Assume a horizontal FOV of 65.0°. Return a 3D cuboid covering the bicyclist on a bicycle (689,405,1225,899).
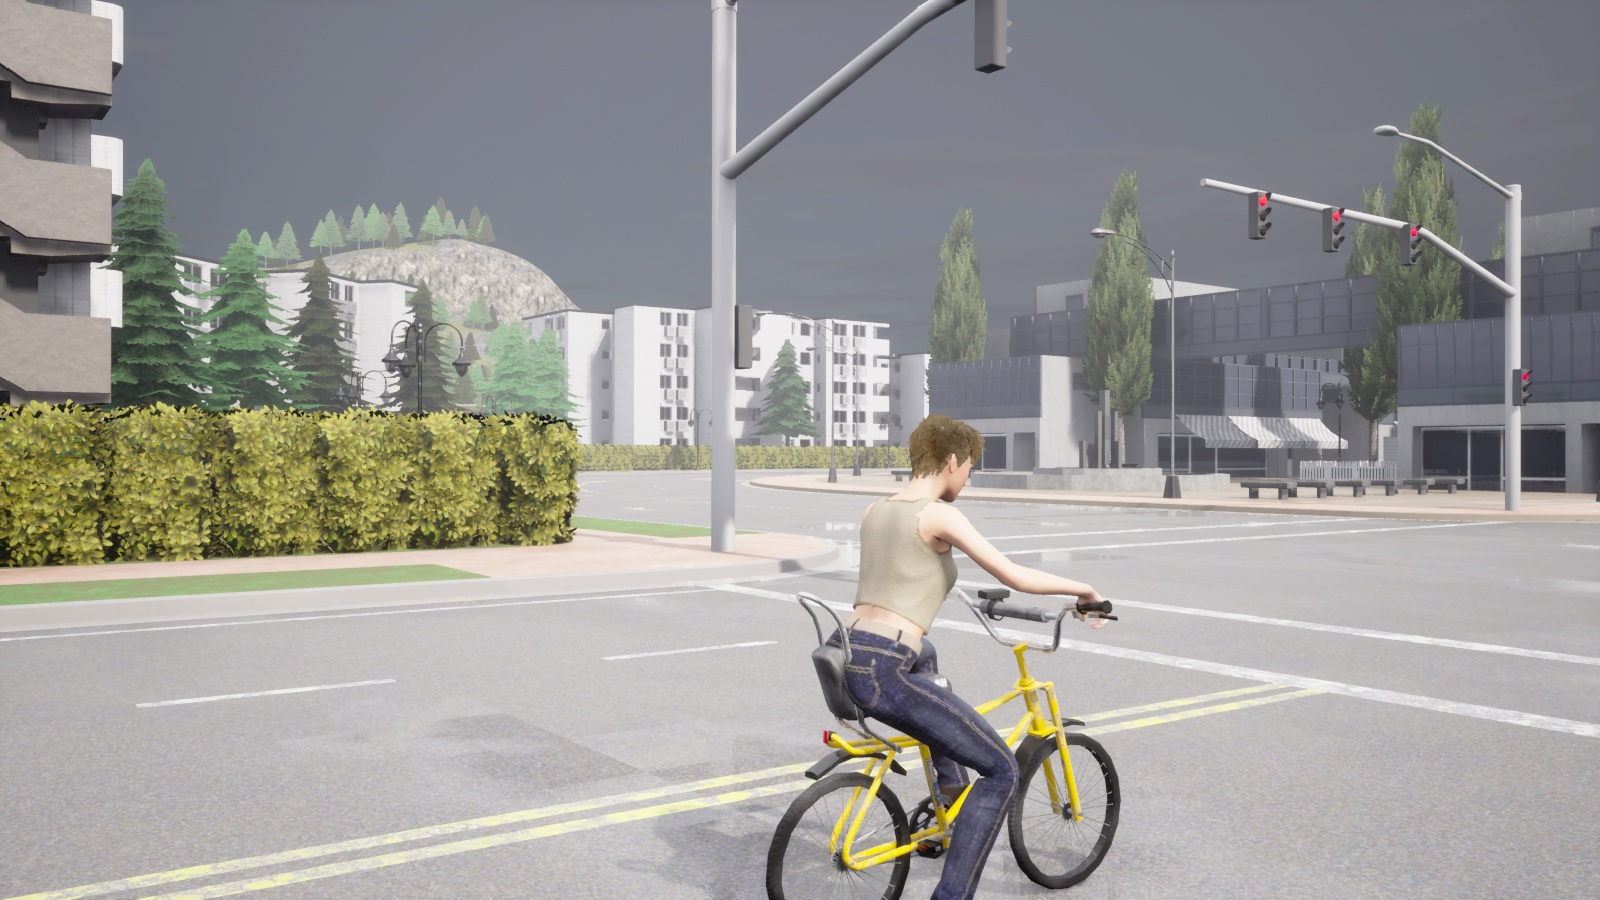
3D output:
[{"bbox_3d":[0.520,0.690,4.026,1.509,1.612,0.866,0,0,-35],"label":"bicyclist on a bicycle"}]
